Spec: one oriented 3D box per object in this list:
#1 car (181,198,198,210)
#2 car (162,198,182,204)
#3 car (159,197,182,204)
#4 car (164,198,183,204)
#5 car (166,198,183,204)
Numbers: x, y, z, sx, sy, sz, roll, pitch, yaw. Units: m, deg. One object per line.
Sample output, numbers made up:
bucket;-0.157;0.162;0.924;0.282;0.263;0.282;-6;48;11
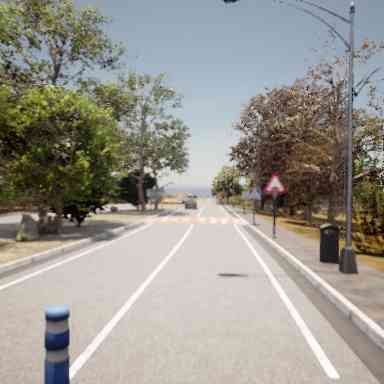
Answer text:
car;-0.130;1.949;52.527;1.837;1.490;4.892;1;-1;4
car;-5.184;2.488;87.774;4.892;1.521;2.231;1;-2;3
car;-5.149;2.394;85.000;5.366;1.575;1.946;1;-2;3
car;-5.029;2.587;90.540;5.008;1.535;2.097;1;-2;3
car;-4.896;2.570;93.317;4.553;1.767;2.185;1;-2;3
